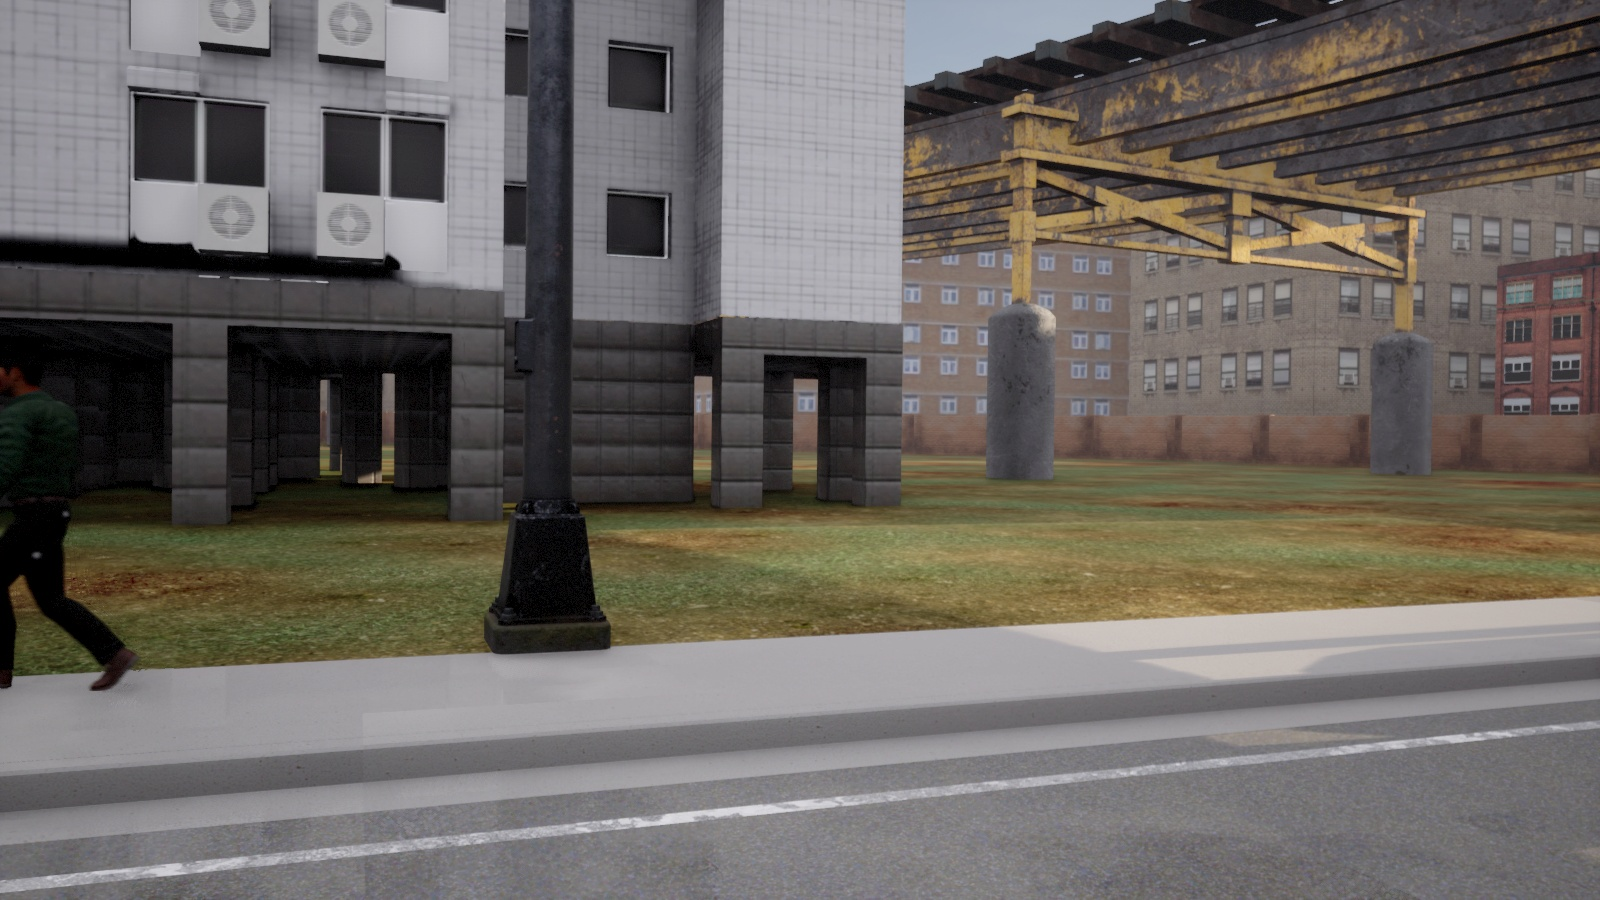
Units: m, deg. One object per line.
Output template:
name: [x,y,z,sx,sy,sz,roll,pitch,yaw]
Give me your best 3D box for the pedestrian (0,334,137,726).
pedestrian: [-3.927,0.394,6.466,0.788,1.949,0.423,-1,1,-11]
